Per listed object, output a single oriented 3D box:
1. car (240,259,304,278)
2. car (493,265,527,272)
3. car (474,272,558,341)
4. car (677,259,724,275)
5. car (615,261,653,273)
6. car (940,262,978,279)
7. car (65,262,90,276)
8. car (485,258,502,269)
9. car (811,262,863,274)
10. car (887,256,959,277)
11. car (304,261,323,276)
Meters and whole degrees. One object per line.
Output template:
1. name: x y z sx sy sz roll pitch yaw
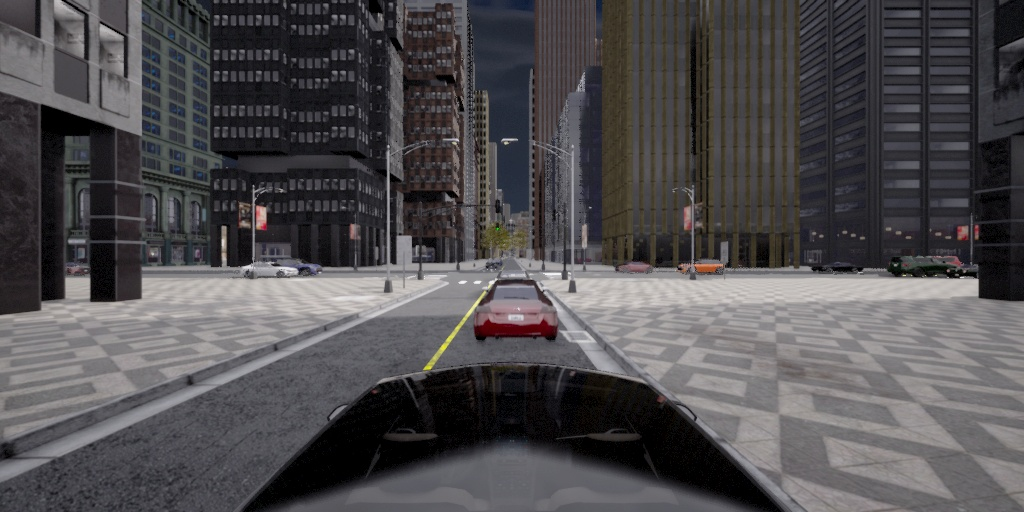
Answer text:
1. car: -21.890 1.273 32.412 4.674 1.442 1.812 0 0 0
2. car: 0.061 1.354 18.958 1.895 1.301 4.718 0 0 0
3. car: 0.095 1.316 9.861 1.994 1.385 4.181 0 0 0
4. car: 20.395 1.129 38.949 4.553 1.767 2.097 0 0 0
5. car: 14.322 1.327 42.227 4.181 1.385 1.994 0 0 0
6. car: 42.252 1.419 32.219 4.718 1.301 1.895 0 0 1
7. car: -44.558 1.307 35.798 4.181 1.385 1.994 0 0 1
8. car: -3.090 1.305 55.446 2.033 1.411 5.357 0 0 0
9. car: 38.084 1.397 42.112 4.718 1.301 1.895 0 0 1
10. car: 40.655 1.032 35.486 5.566 2.045 2.150 0 0 0
11. car: -21.347 1.095 35.658 4.553 1.767 2.097 0 0 0
